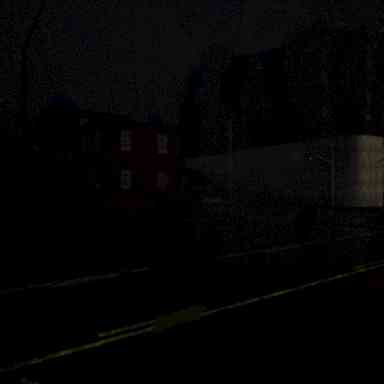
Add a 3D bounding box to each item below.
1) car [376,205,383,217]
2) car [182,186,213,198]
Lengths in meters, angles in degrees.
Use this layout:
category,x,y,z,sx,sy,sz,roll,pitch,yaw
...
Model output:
category,x,y,z,sx,sy,sz,roll,pitch,yaw
car,16.895,1.323,26.374,1.812,1.442,4.674,0,0,-15
car,0.614,-0.063,45.359,2.033,1.411,5.357,0,9,-36
